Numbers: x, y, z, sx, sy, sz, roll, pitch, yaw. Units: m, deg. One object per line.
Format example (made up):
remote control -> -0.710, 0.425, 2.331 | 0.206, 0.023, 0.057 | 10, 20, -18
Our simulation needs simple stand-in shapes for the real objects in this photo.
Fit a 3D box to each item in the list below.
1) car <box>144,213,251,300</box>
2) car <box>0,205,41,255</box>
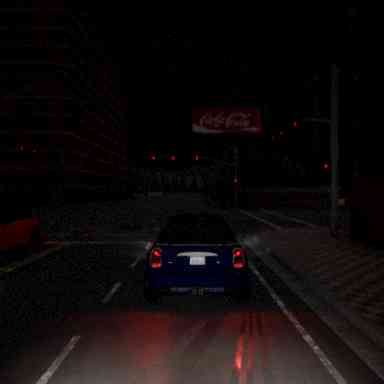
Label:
car -> 0.100, 1.296, 8.380 | 2.097, 1.767, 4.553 | 0, 0, 0
car -> -7.010, 1.278, 11.226 | 2.097, 1.767, 4.553 | 0, 0, 0
